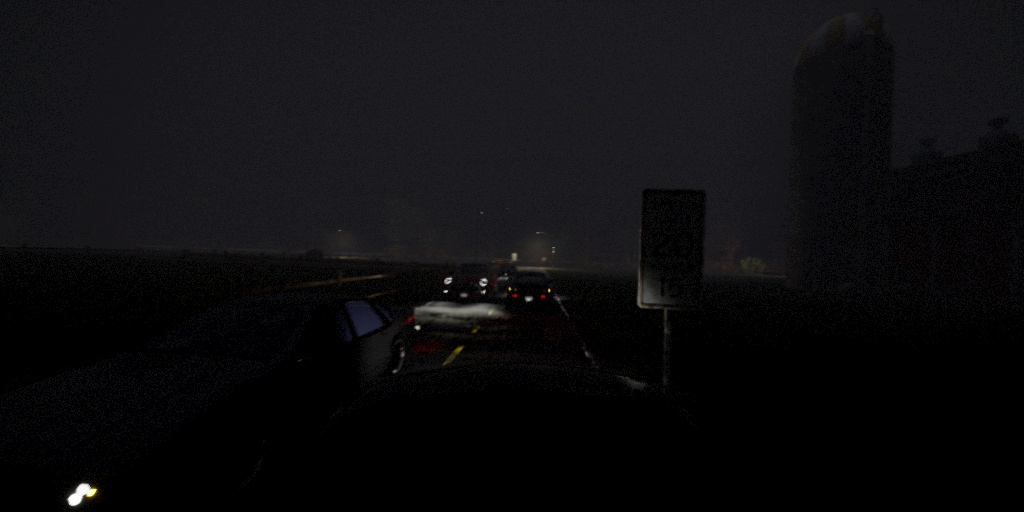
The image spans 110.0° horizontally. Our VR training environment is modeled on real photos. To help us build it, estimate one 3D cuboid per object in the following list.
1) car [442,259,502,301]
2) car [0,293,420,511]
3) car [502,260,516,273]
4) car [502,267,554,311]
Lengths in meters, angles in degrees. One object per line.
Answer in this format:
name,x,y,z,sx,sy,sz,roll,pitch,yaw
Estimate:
car,-1.905,1.123,17.632,2.097,1.767,4.553,2,0,4
car,-2.836,1.214,4.559,2.033,1.411,5.357,2,0,5
car,-0.401,1.483,38.651,2.033,1.411,5.357,2,0,4
car,0.776,1.379,15.238,1.812,1.442,4.674,2,0,4
